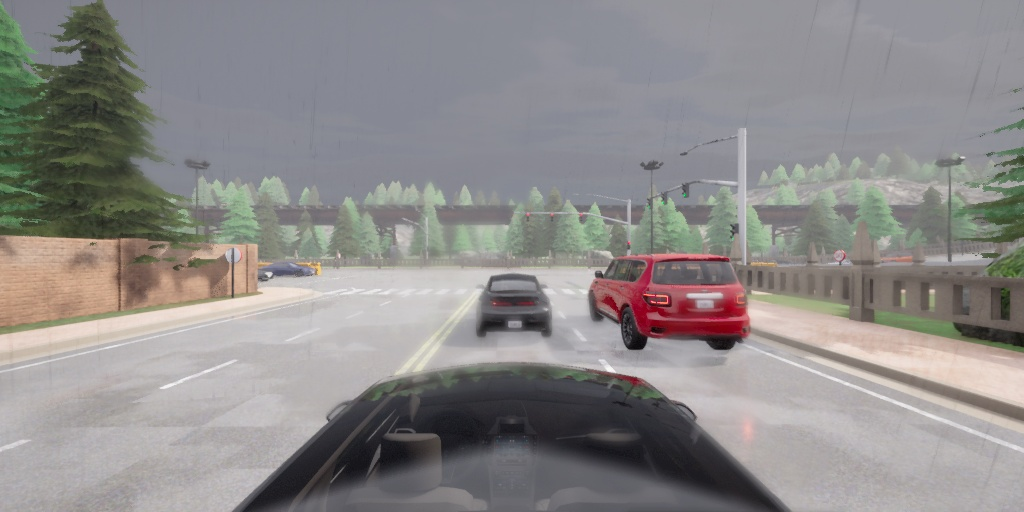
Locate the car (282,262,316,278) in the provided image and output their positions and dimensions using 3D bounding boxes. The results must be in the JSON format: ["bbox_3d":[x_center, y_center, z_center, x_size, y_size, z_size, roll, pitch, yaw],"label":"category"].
[{"bbox_3d":[-21.043,1.275,33.776,4.674,1.442,1.812,0,0,0],"label":"car"}]

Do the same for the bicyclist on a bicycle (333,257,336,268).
[{"bbox_3d":[-27.422,1.050,55.746,0.582,1.620,1.656,0,0,0],"label":"bicyclist on a bicycle"}]

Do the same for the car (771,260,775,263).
[{"bbox_3d":[29.228,1.241,44.585,4.902,1.511,2.128,0,0,0],"label":"car"}]

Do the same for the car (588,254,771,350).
[{"bbox_3d":[3.516,0.971,9.196,2.150,2.045,5.566,0,0,0],"label":"car"}]

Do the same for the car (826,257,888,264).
[{"bbox_3d":[39.085,1.210,41.140,5.357,1.411,2.033,-1,0,0],"label":"car"}]

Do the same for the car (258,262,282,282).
[{"bbox_3d":[-20.500,1.242,26.743,4.902,1.511,2.128,0,0,1],"label":"car"}]

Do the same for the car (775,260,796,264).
[{"bbox_3d":[35.354,1.234,48.115,4.892,1.490,1.837,-1,0,0],"label":"car"}]

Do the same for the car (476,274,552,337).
[{"bbox_3d":[0.019,1.255,10.296,1.837,1.490,4.892,0,0,-1],"label":"car"}]
